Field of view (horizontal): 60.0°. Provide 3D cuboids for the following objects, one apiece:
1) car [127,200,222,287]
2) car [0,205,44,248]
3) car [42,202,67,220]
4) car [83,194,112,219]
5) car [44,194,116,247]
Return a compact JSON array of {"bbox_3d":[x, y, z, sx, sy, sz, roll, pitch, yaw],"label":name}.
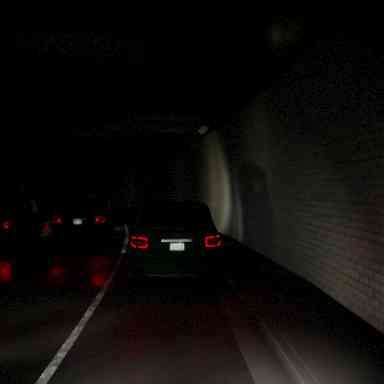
[{"bbox_3d":[-0.589,1.220,9.522,2.150,2.045,5.566,0,0,-6],"label":"car"},{"bbox_3d":[-8.230,1.350,14.661,2.097,1.767,4.553,0,0,-10],"label":"car"},{"bbox_3d":[-12.108,1.601,29.495,1.895,1.301,4.718,0,0,-21],"label":"car"},{"bbox_3d":[-8.797,1.216,30.642,2.150,2.045,5.566,0,0,-21],"label":"car"},{"bbox_3d":[-4.764,1.217,15.182,2.150,2.045,5.566,0,0,-10],"label":"car"}]
